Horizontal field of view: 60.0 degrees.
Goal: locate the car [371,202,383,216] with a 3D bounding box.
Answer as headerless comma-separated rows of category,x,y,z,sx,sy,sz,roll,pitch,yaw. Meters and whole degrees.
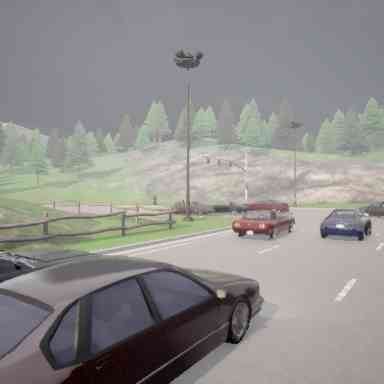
car,16.742,1.547,28.842,2.033,1.411,5.357,0,0,-23

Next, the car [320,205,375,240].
car,7.994,1.564,17.143,1.994,1.385,4.181,0,0,33

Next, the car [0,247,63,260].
car,-3.837,1.601,6.051,1.895,1.301,4.718,0,0,35

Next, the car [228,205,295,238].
car,3.898,1.601,17.377,1.895,1.301,4.718,0,0,32

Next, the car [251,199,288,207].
car,7.539,1.478,34.683,5.008,1.535,1.882,0,-1,35

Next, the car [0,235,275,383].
car,-0.964,1.548,4.058,2.033,1.411,5.357,0,0,35

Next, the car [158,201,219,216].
car,-0.520,1.547,31.845,5.357,1.411,2.033,0,0,15

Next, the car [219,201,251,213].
car,3.196,1.601,33.657,4.718,1.301,1.895,0,0,25

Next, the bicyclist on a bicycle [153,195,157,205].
bicyclist on a bicycle,-5.785,1.302,51.925,0.582,1.620,1.656,0,0,14
